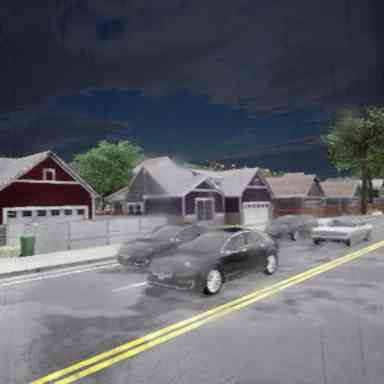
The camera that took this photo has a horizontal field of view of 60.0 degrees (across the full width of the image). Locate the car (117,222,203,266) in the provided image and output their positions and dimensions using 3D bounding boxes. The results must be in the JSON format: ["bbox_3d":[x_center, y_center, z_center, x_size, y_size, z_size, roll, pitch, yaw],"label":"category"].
[{"bbox_3d":[-0.627,2.008,13.070,1.837,1.490,4.892,-3,-3,42],"label":"car"}]

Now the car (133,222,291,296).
[{"bbox_3d":[0.869,1.859,9.885,1.837,1.490,4.892,-3,-3,42],"label":"car"}]

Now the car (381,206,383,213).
[{"bbox_3d":[24.935,2.052,41.240,1.882,1.535,5.008,-3,-3,42],"label":"car"}]

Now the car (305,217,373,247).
[{"bbox_3d":[8.151,2.086,17.926,1.895,1.301,4.718,-3,-3,42],"label":"car"}]

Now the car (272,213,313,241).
[{"bbox_3d":[6.307,2.131,20.729,1.837,1.490,4.892,-3,-2,42],"label":"car"}]
